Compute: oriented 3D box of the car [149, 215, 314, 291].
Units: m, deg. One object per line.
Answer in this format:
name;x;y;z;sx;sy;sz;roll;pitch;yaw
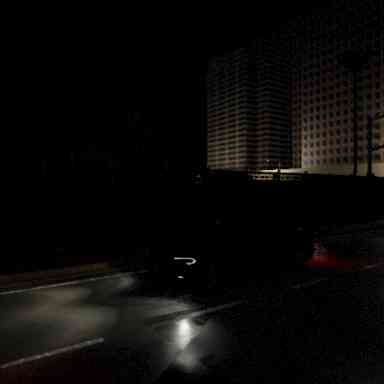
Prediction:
car;1.227;1.444;9.094;5.008;1.535;1.882;0;0;-35
